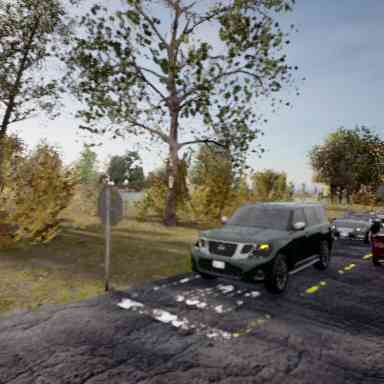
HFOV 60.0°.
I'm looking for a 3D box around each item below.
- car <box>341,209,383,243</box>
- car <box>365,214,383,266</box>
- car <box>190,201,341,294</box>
[{"bbox_3d":[8.698,1.752,17.502,2.128,1.511,4.902,1,0,39],"label":"car"},{"bbox_3d":[7.689,1.696,11.563,1.882,1.535,5.008,1,0,39],"label":"car"},{"bbox_3d":[2.300,1.305,9.556,2.150,2.045,5.566,1,0,38],"label":"car"}]
